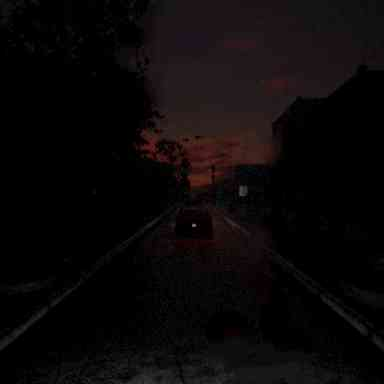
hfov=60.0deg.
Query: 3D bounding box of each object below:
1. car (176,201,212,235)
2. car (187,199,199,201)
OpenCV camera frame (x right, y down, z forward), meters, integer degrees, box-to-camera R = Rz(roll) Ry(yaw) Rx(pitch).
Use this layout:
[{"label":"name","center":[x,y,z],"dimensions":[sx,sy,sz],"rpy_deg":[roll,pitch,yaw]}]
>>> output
[{"label":"car","center":[0.099,1.489,18.894],"dimensions":[1.882,1.535,5.008],"rpy_deg":[0,0,0]},{"label":"car","center":[0.099,1.526,37.017],"dimensions":[1.837,1.490,4.892],"rpy_deg":[0,0,0]}]
